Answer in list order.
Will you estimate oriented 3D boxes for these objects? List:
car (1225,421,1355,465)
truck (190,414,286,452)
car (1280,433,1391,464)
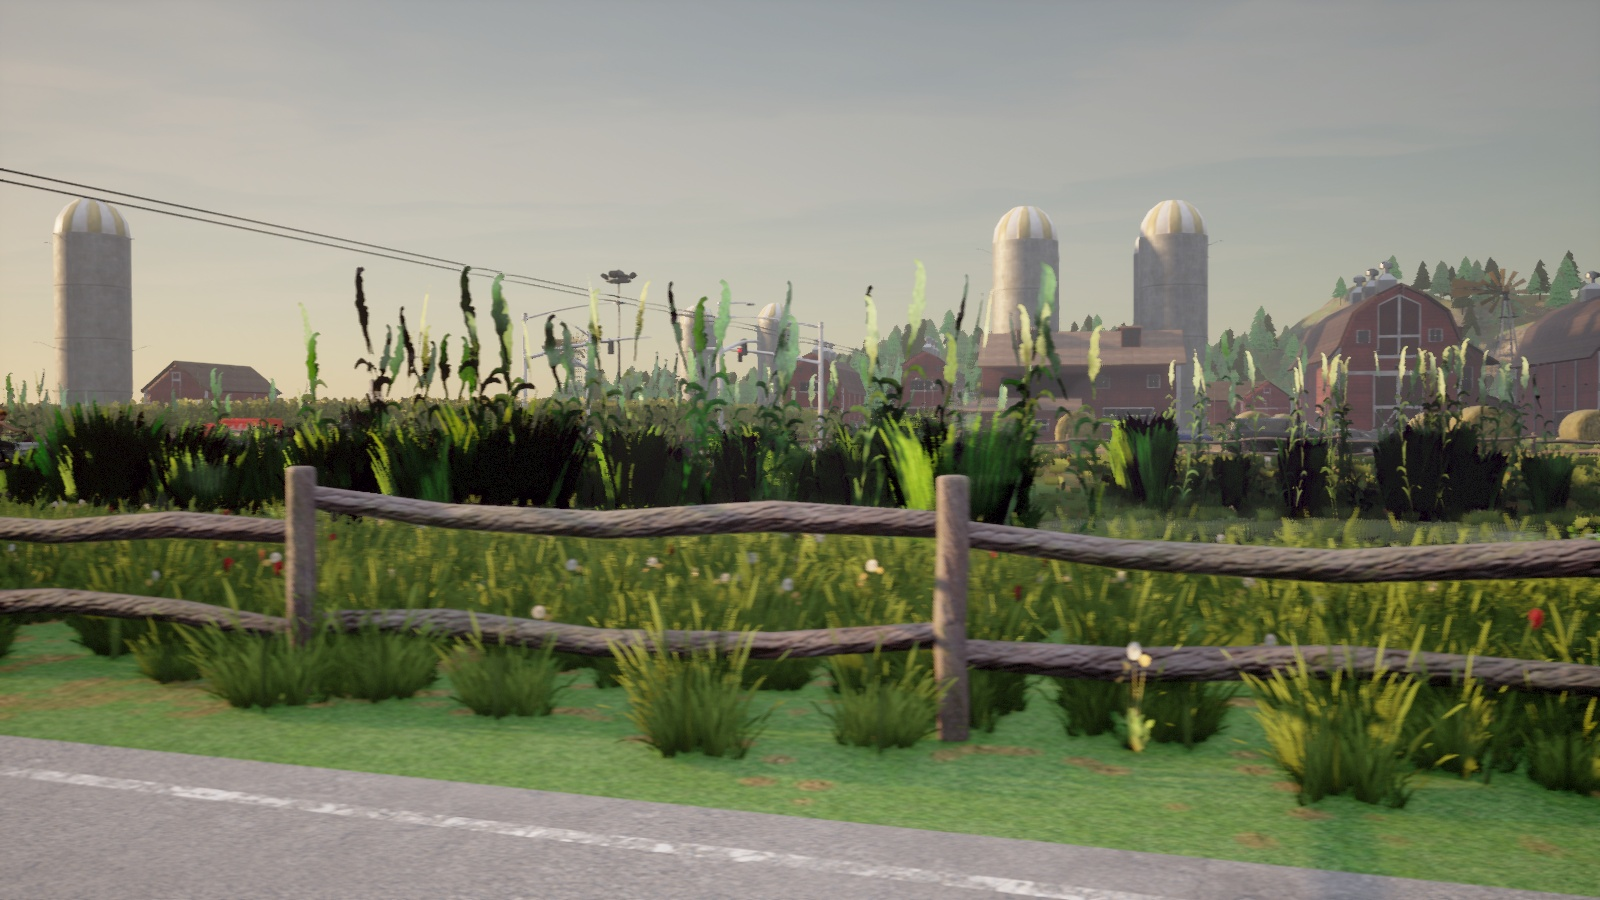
[{"bbox_3d":[23.301,-0.353,59.911,5.566,2.045,2.150,0,1,16],"label":"car"},{"bbox_3d":[-36.977,-1.114,82.653,5.204,2.467,2.627,0,1,13],"label":"truck"},{"bbox_3d":[26.642,-0.097,62.617,4.892,1.490,1.837,0,1,16],"label":"car"}]
